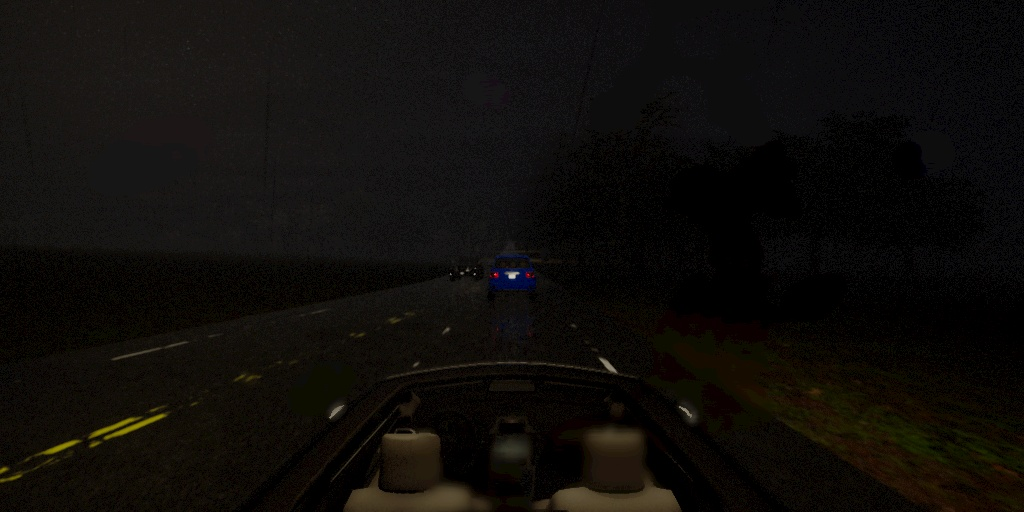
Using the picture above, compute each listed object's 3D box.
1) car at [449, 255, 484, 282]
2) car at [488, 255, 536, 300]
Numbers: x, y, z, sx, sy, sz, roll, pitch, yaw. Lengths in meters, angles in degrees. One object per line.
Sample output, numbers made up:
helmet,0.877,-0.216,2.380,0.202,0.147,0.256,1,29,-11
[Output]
car,-3.612,0.928,29.421,2.150,2.045,5.566,0,0,2
car,0.008,0.979,17.984,2.150,2.045,5.566,0,0,0
